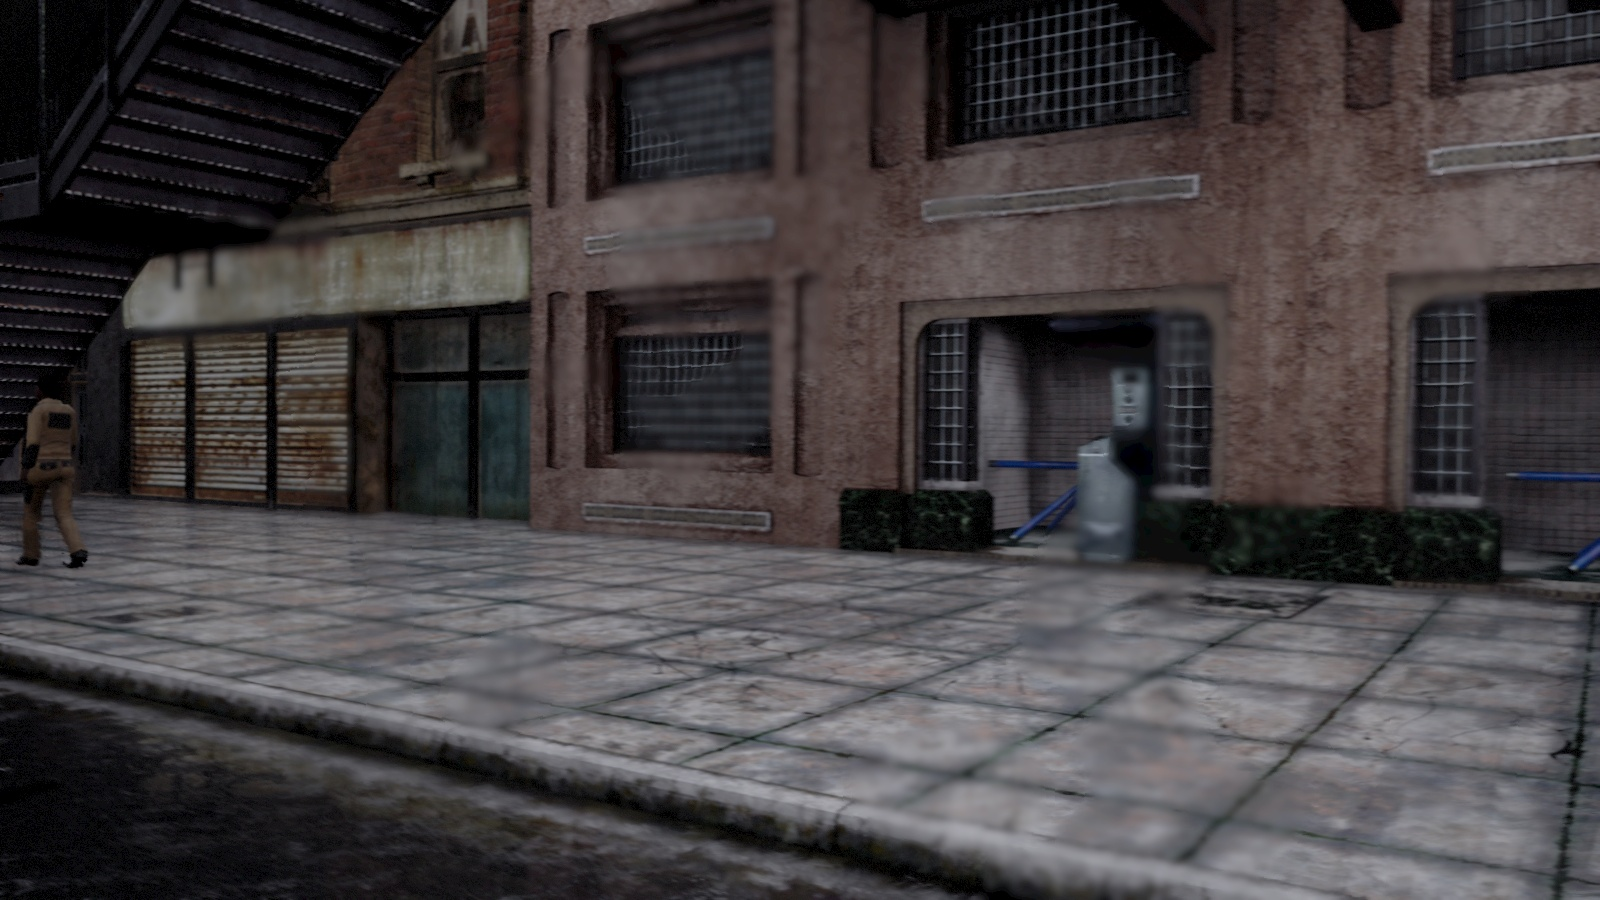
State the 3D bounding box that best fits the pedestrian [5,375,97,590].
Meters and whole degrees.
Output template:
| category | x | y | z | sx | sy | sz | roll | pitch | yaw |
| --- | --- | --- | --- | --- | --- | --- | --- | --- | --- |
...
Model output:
| category | x | y | z | sx | sy | sz | roll | pitch | yaw |
| --- | --- | --- | --- | --- | --- | --- | --- | --- | --- |
| pedestrian | -6.939 | 0.292 | 11.634 | 0.692 | 1.930 | 0.396 | 0 | 1 | 28 |
